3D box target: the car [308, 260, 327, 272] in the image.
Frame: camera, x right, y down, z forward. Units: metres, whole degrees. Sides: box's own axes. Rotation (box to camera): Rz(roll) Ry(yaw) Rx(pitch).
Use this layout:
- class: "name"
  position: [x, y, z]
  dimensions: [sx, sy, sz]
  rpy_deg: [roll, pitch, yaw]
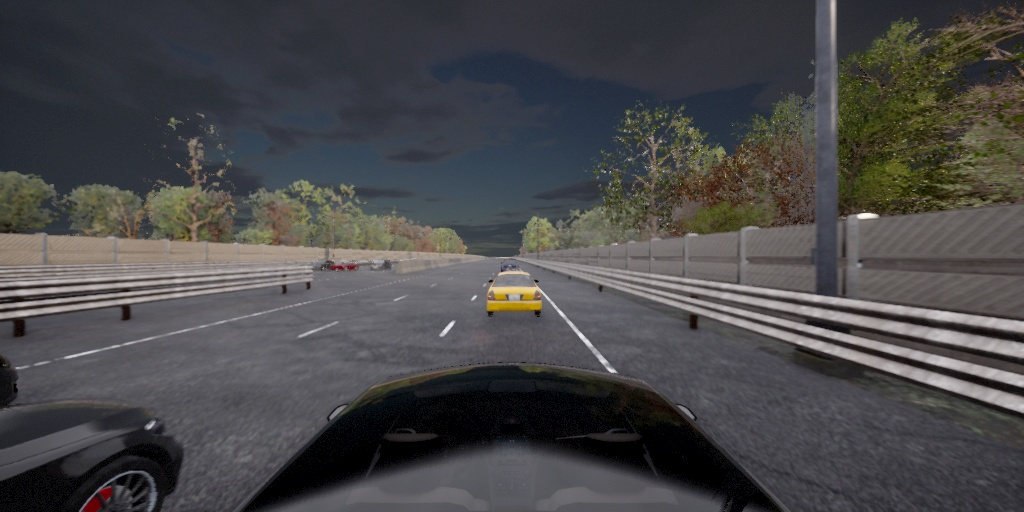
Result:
- class: "car"
  position: [-25.026, 1.270, 47.373]
  dimensions: [1.837, 1.490, 4.892]
  rpy_deg: [0, 0, -1]

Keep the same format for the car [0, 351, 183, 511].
- class: "car"
  position: [-3.402, 1.276, 0.720]
  dimensions: [1.812, 1.442, 4.674]
  rpy_deg: [0, 0, 0]

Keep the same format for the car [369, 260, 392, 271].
- class: "car"
  position: [-18.059, 1.290, 49.527]
  dimensions: [1.812, 1.442, 4.674]
  rpy_deg: [0, 0, -1]

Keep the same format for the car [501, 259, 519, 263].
- class: "car"
  position: [-0.271, 1.115, 42.208]
  dimensions: [2.097, 1.767, 4.553]
  rpy_deg: [0, 0, -1]

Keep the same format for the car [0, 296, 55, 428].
- class: "car"
  position: [-6.906, 1.255, 2.248]
  dimensions: [1.837, 1.490, 4.892]
  rpy_deg: [0, 0, 0]

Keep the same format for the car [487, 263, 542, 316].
- class: "car"
  position: [0.060, 1.210, 13.291]
  dimensions: [1.801, 1.575, 5.366]
  rpy_deg: [0, 0, 0]

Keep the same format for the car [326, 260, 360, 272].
- class: "car"
  position: [-21.515, 1.364, 46.224]
  dimensions: [1.895, 1.301, 4.718]
  rpy_deg: [0, 0, -1]
